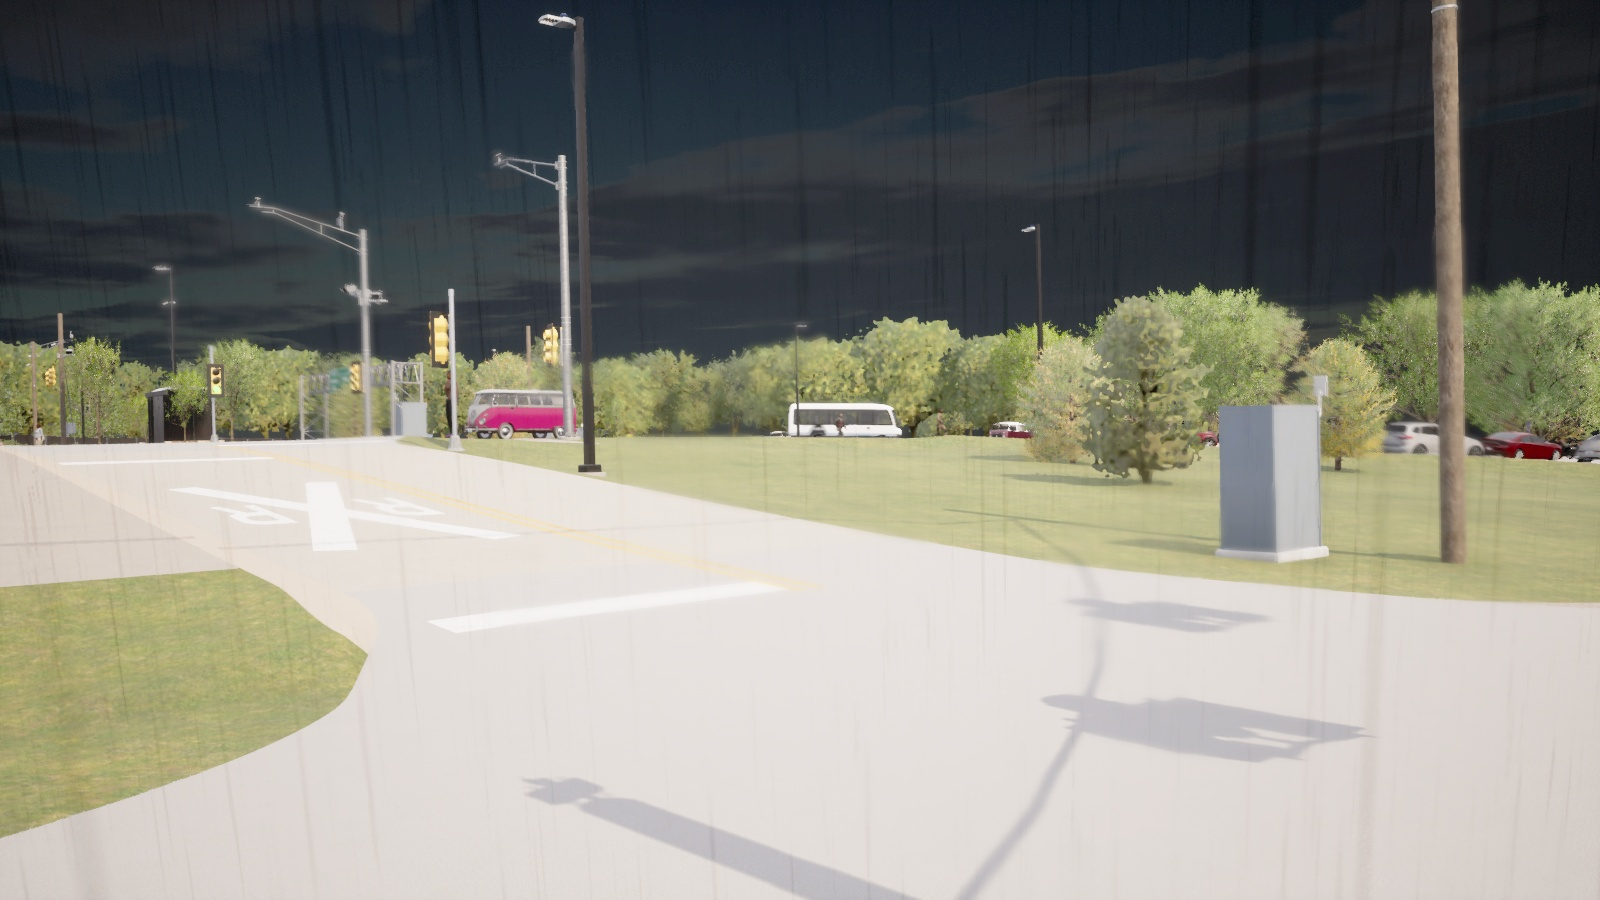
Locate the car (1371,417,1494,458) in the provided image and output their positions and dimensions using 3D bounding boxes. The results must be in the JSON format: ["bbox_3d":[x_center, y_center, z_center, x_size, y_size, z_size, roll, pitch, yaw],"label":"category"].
[{"bbox_3d":[29.068,-0.581,57.790,4.611,1.667,2.242,2,3,-14],"label":"car"}]

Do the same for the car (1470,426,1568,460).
[{"bbox_3d":[37.750,-0.353,65.928,5.008,1.535,1.882,0,6,-27],"label":"car"}]

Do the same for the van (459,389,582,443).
[{"bbox_3d":[-10.938,-1.311,49.343,1.775,1.987,4.442,-1,0,44],"label":"van"}]

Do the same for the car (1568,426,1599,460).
[{"bbox_3d":[40.907,-0.363,62.372,5.027,1.651,2.152,-1,0,-23],"label":"car"}]

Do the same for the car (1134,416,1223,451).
[{"bbox_3d":[18.433,-0.800,61.242,3.705,1.549,1.789,2,0,-4],"label":"car"}]

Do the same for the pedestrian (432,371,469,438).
[{"bbox_3d":[-9.492,-1.231,34.094,0.869,1.805,0.328,-2,1,-39],"label":"pedestrian"}]

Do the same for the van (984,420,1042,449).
[{"bbox_3d":[15.953,-1.138,93.915,2.069,2.038,4.480,-1,-2,44],"label":"van"}]

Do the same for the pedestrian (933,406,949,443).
[{"bbox_3d":[7.493,-1.361,66.530,0.692,1.930,0.396,-1,1,39],"label":"pedestrian"}]
